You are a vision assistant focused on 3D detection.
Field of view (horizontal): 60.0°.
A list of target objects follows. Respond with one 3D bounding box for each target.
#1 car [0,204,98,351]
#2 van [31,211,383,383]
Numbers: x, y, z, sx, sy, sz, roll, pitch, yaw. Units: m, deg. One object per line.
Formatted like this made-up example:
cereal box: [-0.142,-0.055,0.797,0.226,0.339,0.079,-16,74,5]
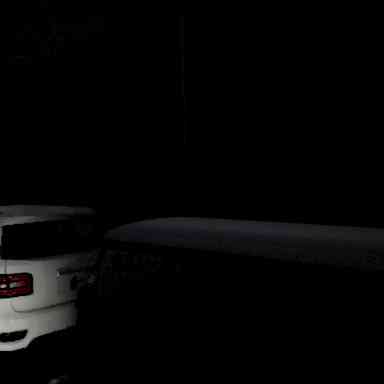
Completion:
car: [-3.651,1.237,5.918,5.566,2.045,2.435,0,0,35]
van: [0.794,1.256,2.750,4.442,1.987,1.878,0,0,35]
